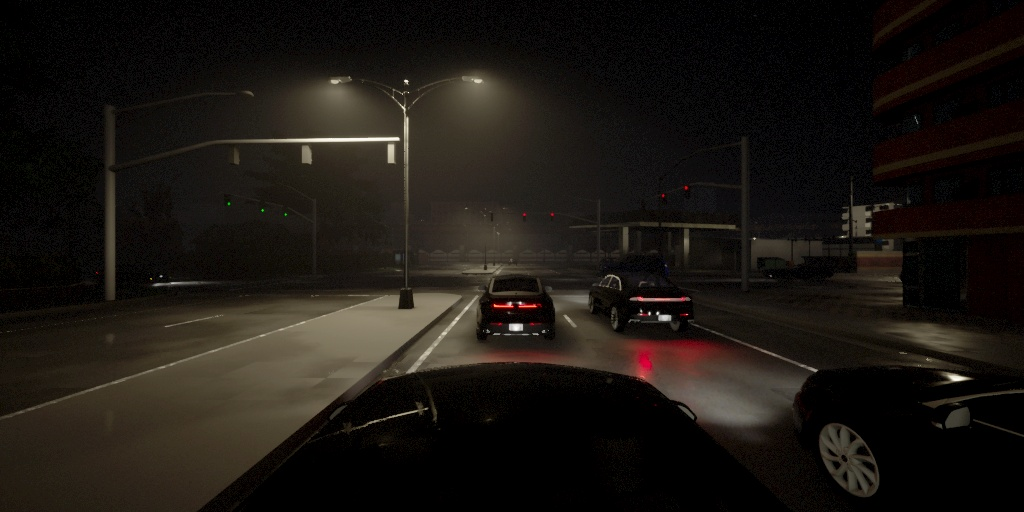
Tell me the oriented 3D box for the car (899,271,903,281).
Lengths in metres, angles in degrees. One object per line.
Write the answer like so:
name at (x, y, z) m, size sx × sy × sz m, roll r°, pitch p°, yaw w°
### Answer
car at (31.281, 1.314, 26.331) m, size 4.181 × 1.385 × 1.994 m, roll 0°, pitch 0°, yaw -1°

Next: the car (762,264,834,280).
car at (23.779, 1.351, 29.926) m, size 4.718 × 1.301 × 1.895 m, roll 0°, pitch 0°, yaw -1°

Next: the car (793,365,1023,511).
car at (3.600, 1.255, 1.430) m, size 1.837 × 1.490 × 4.892 m, roll 0°, pitch 0°, yaw 0°

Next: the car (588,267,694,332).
car at (3.607, 1.242, 10.838) m, size 2.128 × 1.511 × 4.902 m, roll 0°, pitch 0°, yaw 0°

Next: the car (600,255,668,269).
car at (10.113, 0.972, 30.011) m, size 5.566 × 2.045 × 2.150 m, roll 0°, pitch 0°, yaw 6°

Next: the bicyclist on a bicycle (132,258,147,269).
bicyclist on a bicycle at (-38.211, 1.053, 36.732) m, size 0.582 × 1.620 × 1.656 m, roll 0°, pitch 0°, yaw 0°

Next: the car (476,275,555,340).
car at (0.100, 1.255, 9.984) m, size 1.837 × 1.490 × 4.892 m, roll 0°, pitch 0°, yaw 0°

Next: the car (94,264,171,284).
car at (-27.749, 1.314, 26.308) m, size 4.181 × 1.385 × 1.994 m, roll 0°, pitch 0°, yaw 0°
